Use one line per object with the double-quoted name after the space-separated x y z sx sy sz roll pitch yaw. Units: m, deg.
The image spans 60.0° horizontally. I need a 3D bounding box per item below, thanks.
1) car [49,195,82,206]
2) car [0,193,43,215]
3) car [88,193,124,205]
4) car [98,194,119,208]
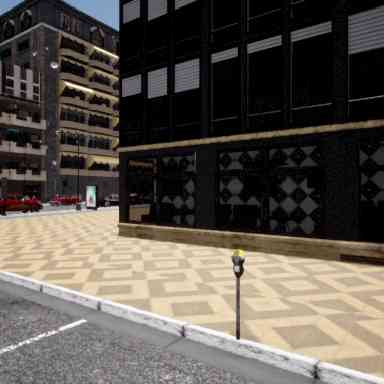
-16.133 1.074 42.636 1.802 1.307 4.206 1 2 35 "car"
-15.608 1.029 28.786 2.192 1.841 5.009 1 2 35 "car"
-11.508 0.940 44.747 1.812 1.442 4.674 0 1 35 "car"
-9.237 1.072 37.874 1.947 1.339 4.313 1 2 35 "car"
